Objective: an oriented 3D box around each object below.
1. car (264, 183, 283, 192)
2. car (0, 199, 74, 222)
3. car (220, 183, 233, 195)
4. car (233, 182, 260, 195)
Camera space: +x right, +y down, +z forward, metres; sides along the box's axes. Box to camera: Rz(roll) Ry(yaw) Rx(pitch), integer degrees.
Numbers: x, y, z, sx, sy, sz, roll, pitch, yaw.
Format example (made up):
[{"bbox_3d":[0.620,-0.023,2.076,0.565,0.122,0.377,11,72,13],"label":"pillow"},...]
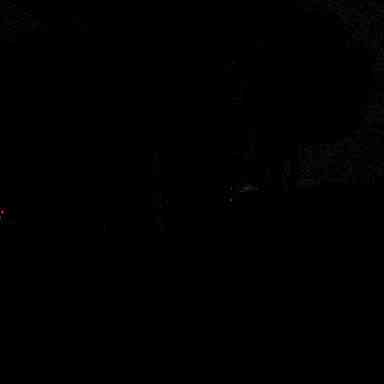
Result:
[{"bbox_3d":[13.576,-0.846,55.255,2.033,1.411,5.357,0,3,32],"label":"car"},{"bbox_3d":[-10.174,1.100,21.716,1.895,1.301,4.718,0,3,36],"label":"car"},{"bbox_3d":[5.897,-0.591,49.073,2.097,1.767,4.553,0,3,35],"label":"car"},{"bbox_3d":[7.953,-0.378,46.615,1.812,1.442,4.674,0,3,35],"label":"car"}]
